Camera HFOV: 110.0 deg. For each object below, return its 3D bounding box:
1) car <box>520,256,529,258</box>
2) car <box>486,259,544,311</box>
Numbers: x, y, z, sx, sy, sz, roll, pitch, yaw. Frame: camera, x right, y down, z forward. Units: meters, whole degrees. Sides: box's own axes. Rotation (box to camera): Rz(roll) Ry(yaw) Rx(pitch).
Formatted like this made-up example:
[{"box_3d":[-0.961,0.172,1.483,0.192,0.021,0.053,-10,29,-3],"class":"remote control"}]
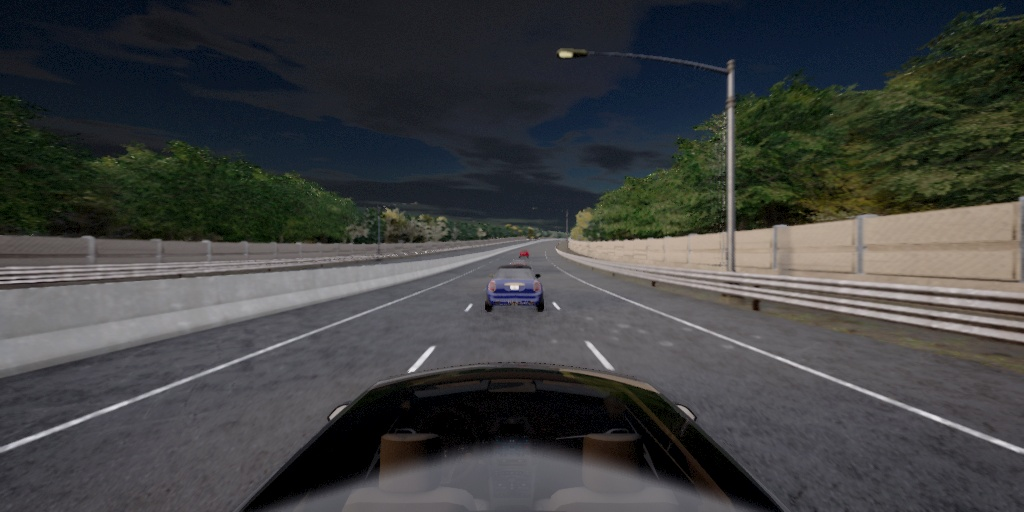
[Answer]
[{"box_3d":[0.827,1.063,43.303,1.895,1.301,4.718,0,1,2],"class":"car"},{"box_3d":[0.117,1.132,14.753,2.097,1.767,4.553,0,0,1],"class":"car"}]
